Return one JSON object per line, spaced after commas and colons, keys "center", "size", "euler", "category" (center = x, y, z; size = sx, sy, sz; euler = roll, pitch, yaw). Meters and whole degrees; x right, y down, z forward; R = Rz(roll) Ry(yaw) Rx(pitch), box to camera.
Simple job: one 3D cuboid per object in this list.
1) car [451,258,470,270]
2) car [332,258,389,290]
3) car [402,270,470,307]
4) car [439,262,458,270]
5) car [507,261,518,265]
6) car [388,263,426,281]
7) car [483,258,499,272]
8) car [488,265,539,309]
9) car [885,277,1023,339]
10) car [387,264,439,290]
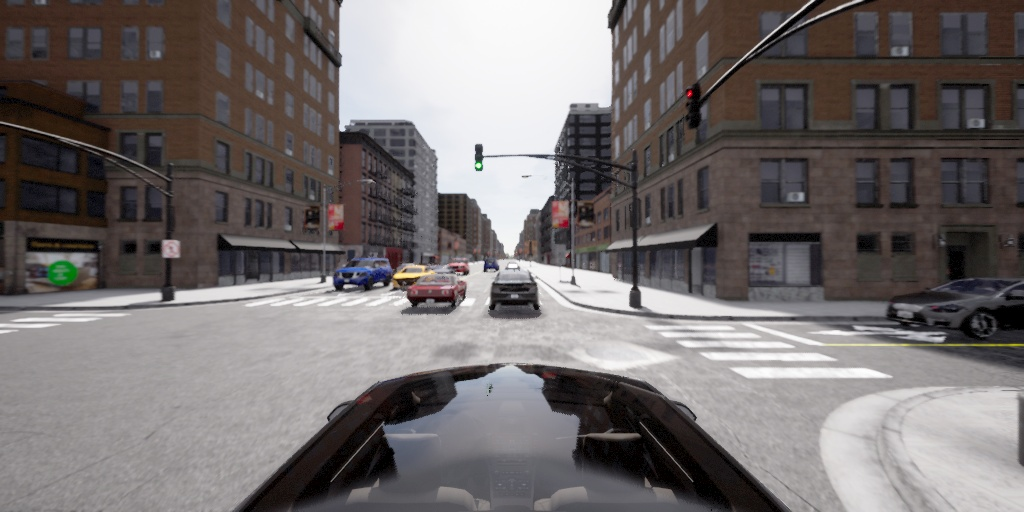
{"center": [-6.502, 1.283, 44.230], "size": [2.150, 2.045, 5.566], "euler": [0, 0, 0], "category": "car"}
{"center": [-9.842, 1.139, 24.123], "size": [2.150, 2.045, 5.566], "euler": [0, 0, 0], "category": "car"}
{"center": [-3.153, 1.458, 16.065], "size": [1.895, 1.301, 4.718], "euler": [0, 0, 0], "category": "car"}
{"center": [-6.581, 1.549, 33.498], "size": [1.994, 1.385, 4.181], "euler": [0, 0, 0], "category": "car"}
{"center": [0.098, 1.621, 43.541], "size": [1.994, 1.385, 4.181], "euler": [0, 0, 0], "category": "car"}
{"center": [-9.824, 1.480, 33.932], "size": [2.128, 1.511, 4.902], "euler": [0, 0, 0], "category": "car"}
{"center": [-3.223, 1.367, 55.771], "size": [2.150, 2.045, 5.566], "euler": [0, 0, 0], "category": "car"}
{"center": [0.097, 1.331, 15.520], "size": [1.882, 1.535, 5.008], "euler": [0, 0, 0], "category": "car"}
{"center": [13.235, 1.342, 9.838], "size": [4.902, 1.511, 2.128], "euler": [0, -1, 0], "category": "car"}
{"center": [-6.599, 1.397, 24.505], "size": [1.882, 1.535, 5.008], "euler": [0, 0, 0], "category": "car"}
